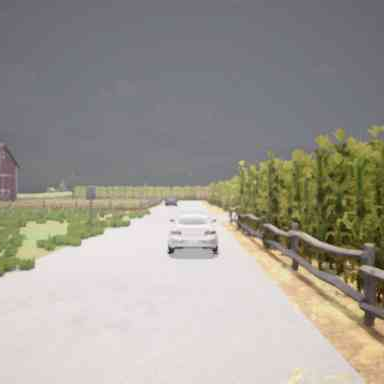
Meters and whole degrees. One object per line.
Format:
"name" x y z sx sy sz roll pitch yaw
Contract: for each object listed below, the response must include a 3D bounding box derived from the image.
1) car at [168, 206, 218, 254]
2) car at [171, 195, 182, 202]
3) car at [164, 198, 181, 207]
"car" 0.053 1.534 13.499 1.812 1.442 4.674 0 0 1
"car" -3.086 1.251 66.946 1.895 1.301 4.718 0 0 0
"car" -3.176 1.578 51.347 2.033 1.411 5.357 0 0 0
